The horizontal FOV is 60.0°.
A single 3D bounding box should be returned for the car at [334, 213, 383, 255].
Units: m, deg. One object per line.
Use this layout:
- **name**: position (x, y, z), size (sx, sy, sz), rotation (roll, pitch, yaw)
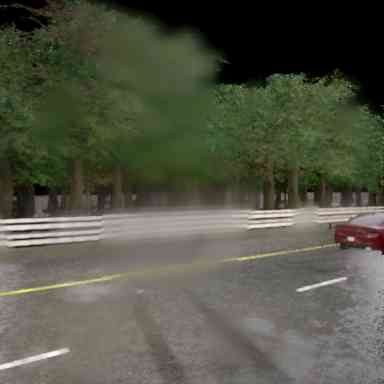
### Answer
- **car**: position (7.959, 1.615, 13.831), size (5.008, 1.535, 1.882), rotation (0, 0, -35)
